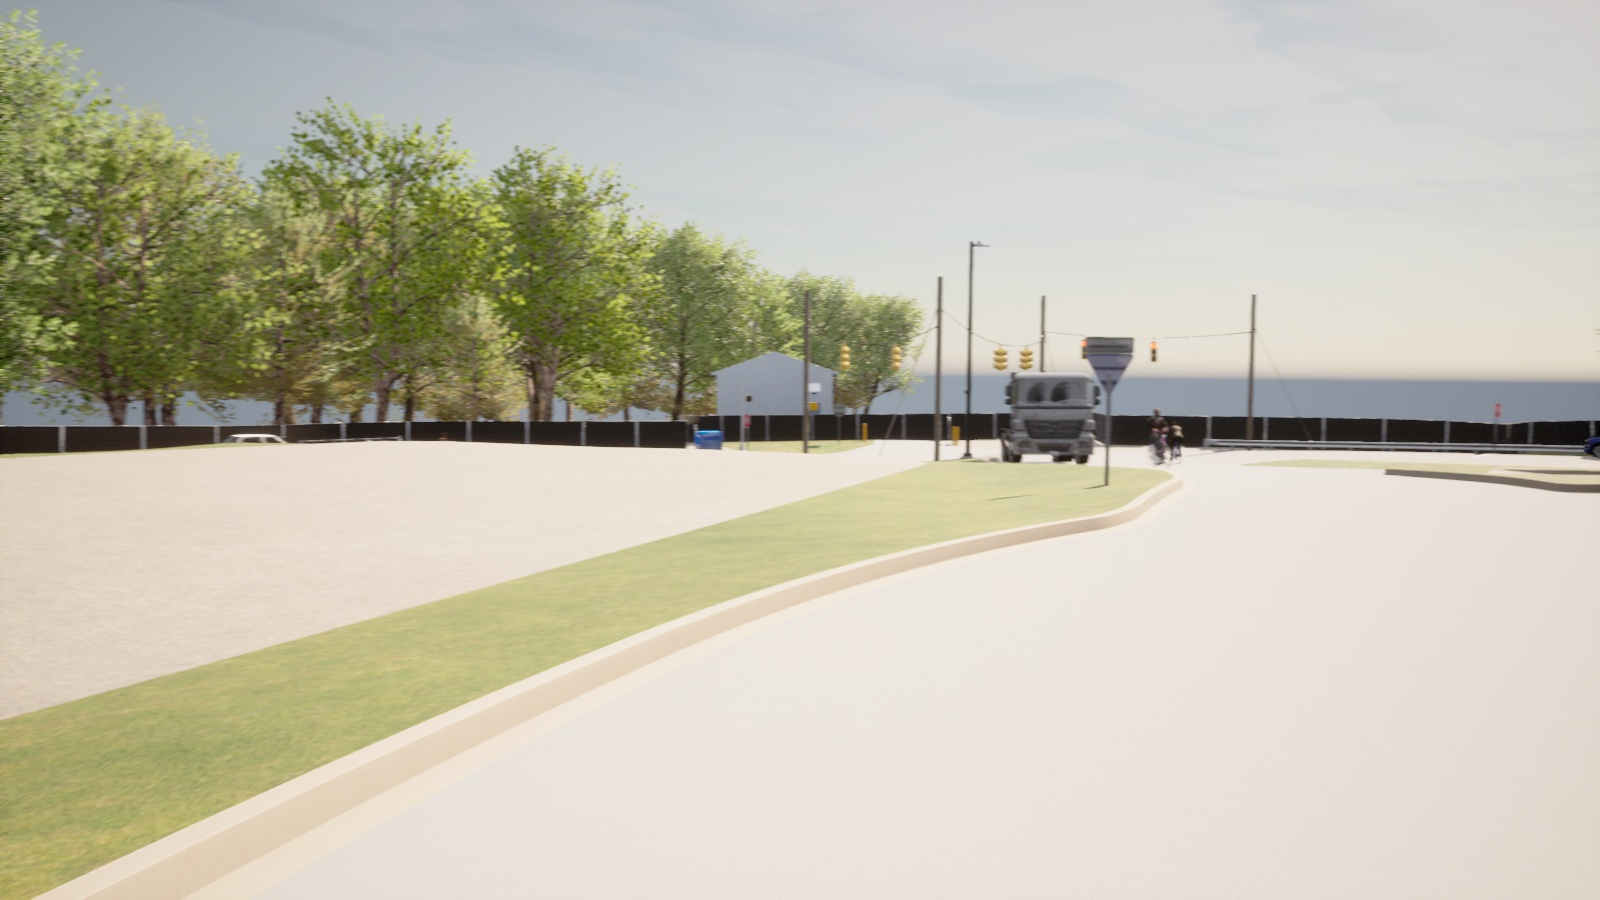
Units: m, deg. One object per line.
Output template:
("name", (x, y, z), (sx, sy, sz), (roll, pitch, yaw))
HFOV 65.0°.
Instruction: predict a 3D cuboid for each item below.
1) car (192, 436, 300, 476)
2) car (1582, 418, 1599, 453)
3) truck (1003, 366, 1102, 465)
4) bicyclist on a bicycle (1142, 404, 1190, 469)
("car", (-24.040, 0.230, 54.538), (3.806, 1.475, 1.970), (-2, 4, -44))
("car", (37.556, -0.608, 55.231), (1.882, 1.535, 5.008), (-3, 3, -40))
("truck", (9.486, -1.283, 47.996), (2.891, 3.462, 7.936), (0, 1, 5))
("bicyclist on a bicycle", (10.190, -0.364, 35.022), (0.659, 1.776, 1.843), (0, 0, -4))
